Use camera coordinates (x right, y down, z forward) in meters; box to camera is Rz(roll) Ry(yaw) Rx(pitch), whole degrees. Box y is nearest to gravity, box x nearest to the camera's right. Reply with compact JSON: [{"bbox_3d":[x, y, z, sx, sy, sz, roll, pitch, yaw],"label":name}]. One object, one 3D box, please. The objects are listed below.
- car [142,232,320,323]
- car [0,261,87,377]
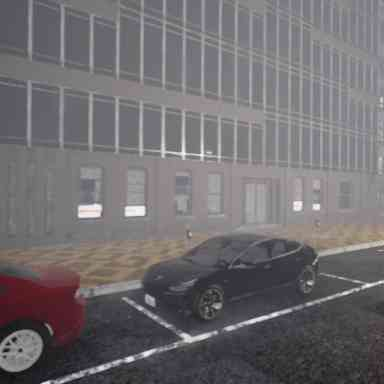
[{"bbox_3d":[1.024,1.604,7.280,4.313,1.339,1.947,1,0,-35],"label":"car"},{"bbox_3d":[-3.614,1.538,3.979,4.507,1.381,1.887,1,0,-35],"label":"car"}]
